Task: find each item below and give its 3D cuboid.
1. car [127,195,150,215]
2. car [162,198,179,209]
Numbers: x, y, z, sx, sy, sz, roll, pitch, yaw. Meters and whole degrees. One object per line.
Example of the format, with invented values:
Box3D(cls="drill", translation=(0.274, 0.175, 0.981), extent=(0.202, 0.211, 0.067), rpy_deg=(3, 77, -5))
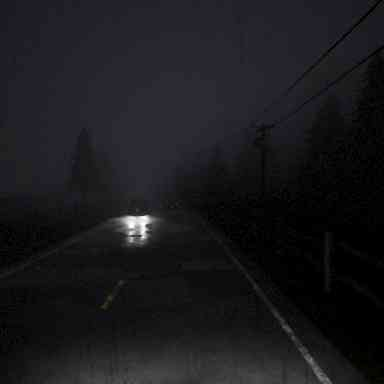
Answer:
Box3D(cls="car", translation=(-5.052, 1.313, 31.698), extent=(2.128, 1.511, 4.902), rpy_deg=(0, 0, -6))
Box3D(cls="car", translation=(-2.645, 1.371, 40.296), extent=(1.895, 1.301, 4.718), rpy_deg=(0, 0, -7))
